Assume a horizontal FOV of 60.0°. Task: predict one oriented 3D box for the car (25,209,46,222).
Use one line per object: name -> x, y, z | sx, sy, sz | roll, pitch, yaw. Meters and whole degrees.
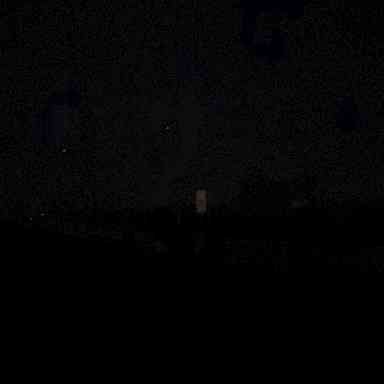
car -> -22.373, 3.276, 47.340 | 2.097, 1.767, 4.553 | -2, -1, -35
